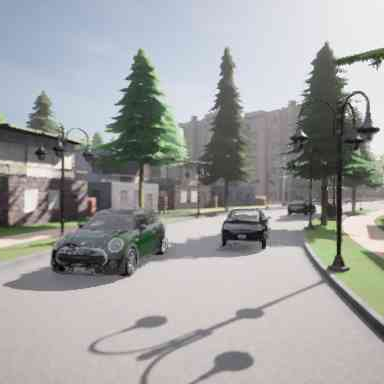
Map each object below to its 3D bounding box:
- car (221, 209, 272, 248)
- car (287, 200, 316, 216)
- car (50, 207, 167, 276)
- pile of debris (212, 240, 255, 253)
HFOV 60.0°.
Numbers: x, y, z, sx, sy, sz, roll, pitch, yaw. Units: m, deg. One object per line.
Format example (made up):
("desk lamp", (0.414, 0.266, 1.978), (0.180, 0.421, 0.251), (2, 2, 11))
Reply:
("car", (2.513, 1.498, 15.030), (2.128, 1.511, 4.902), (1, 0, 14))
("car", (10.955, 1.551, 33.077), (2.128, 1.511, 4.902), (0, 0, 34))
("car", (-2.306, 1.334, 10.363), (2.097, 1.767, 4.553), (0, 0, 12))
("pile of debris", (1.731, 2.182, 13.391), (1.500, 0.140, 1.860), (0, 0, 14))
